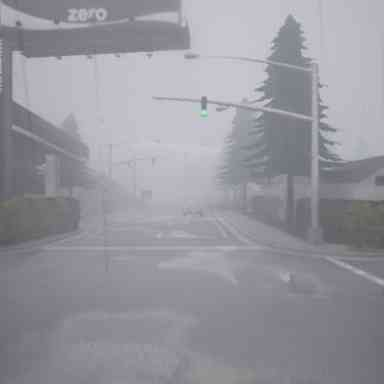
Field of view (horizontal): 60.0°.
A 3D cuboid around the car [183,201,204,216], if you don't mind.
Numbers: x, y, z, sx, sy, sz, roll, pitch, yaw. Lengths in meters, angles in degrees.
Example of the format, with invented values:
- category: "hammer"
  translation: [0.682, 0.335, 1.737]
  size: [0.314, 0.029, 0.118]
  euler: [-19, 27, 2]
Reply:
- category: "car"
  translation: [0.105, 1.601, 32.978]
  size: [1.812, 1.442, 4.674]
  euler: [0, 0, 0]
